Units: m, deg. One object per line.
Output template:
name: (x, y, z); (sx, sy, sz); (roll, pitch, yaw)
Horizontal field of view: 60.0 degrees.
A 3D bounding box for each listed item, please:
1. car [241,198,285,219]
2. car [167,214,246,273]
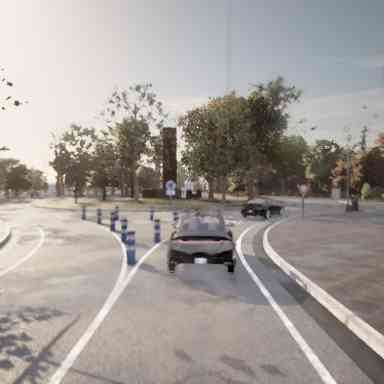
car: (5.643, 1.178, 26.024); (1.882, 1.535, 5.008); (1, 2, 35)
car: (0.340, 1.438, 10.532); (2.128, 1.511, 4.902); (0, 1, 3)
